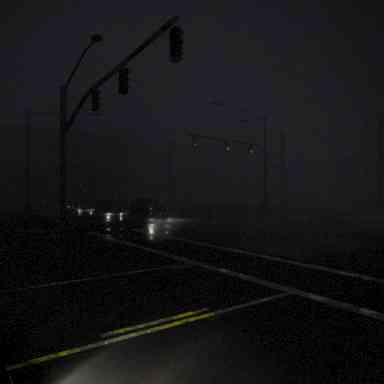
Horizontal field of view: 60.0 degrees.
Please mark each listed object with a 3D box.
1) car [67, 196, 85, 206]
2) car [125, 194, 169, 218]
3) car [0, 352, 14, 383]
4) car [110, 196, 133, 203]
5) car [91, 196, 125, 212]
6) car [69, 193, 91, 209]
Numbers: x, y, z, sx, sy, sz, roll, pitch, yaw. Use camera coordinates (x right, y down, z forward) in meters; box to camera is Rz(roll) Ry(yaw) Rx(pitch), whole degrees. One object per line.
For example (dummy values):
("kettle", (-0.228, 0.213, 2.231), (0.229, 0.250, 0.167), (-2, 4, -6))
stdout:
("car", (-19.670, 1.491, 56.716), (2.128, 1.511, 4.902), (0, 0, -9))
("car", (-3.989, 1.352, 30.491), (2.097, 1.767, 4.553), (0, 0, -36))
("car", (-3.602, 1.547, 1.239), (5.357, 1.411, 2.033), (0, 0, -35))
("car", (-14.778, 1.541, 70.035), (2.033, 1.411, 5.357), (0, 0, 25))
("car", (-9.767, 1.526, 38.500), (1.812, 1.442, 4.674), (0, 0, -36))
("car", (-15.788, 1.223, 47.102), (2.150, 2.045, 5.566), (0, 0, -33))
